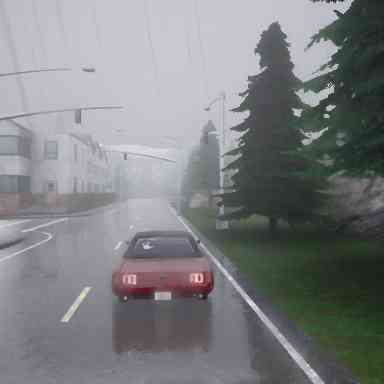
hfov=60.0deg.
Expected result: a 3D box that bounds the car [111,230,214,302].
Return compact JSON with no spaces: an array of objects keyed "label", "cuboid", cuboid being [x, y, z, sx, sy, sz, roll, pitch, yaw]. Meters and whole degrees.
[{"label":"car","cuboid":[-0.706,1.601,8.250,1.895,1.301,4.718,0,0,-5]}]
